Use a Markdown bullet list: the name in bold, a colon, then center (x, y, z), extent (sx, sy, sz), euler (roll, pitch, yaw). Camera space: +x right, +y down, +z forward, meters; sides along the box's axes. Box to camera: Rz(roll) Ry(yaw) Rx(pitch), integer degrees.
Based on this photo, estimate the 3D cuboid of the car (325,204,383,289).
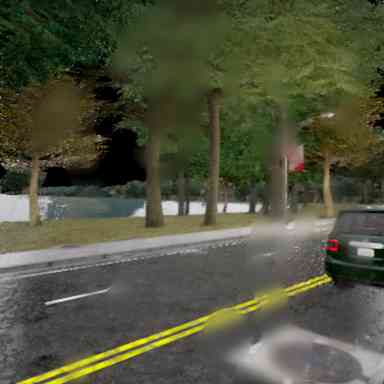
- **car**: center (5.491, 1.319, 8.513), extent (5.566, 2.045, 2.150), euler (0, -2, -42)
